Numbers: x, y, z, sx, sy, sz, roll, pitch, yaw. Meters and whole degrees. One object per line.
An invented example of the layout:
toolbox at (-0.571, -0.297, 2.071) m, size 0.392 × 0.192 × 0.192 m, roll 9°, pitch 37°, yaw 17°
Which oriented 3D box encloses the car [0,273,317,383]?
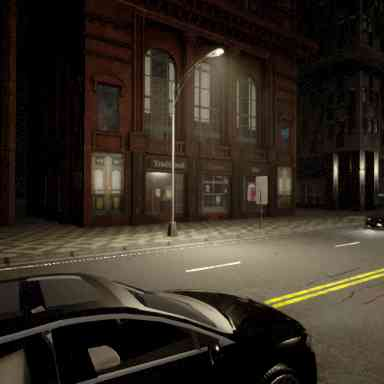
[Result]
car at (-0.959, 1.492, 2.756) m, size 4.902 × 1.511 × 2.128 m, roll 0°, pitch 0°, yaw -35°

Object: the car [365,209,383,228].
car at (13.040, 1.525, 20.818) m, size 5.357 × 1.411 × 2.033 m, roll 0°, pitch 0°, yaw -35°

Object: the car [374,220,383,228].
car at (6.922, 1.487, 8.309) m, size 4.902 × 1.511 × 2.128 m, roll 0°, pitch 0°, yaw -35°
